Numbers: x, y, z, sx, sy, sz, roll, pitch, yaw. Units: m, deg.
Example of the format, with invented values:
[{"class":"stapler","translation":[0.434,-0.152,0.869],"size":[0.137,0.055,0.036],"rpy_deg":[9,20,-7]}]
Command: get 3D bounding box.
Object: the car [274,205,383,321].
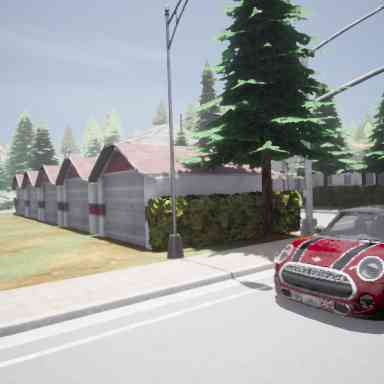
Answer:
[{"class":"car","translation":[3.737,1.091,6.722],"size":[4.553,1.767,2.097],"rpy_deg":[-3,1,-36]}]
